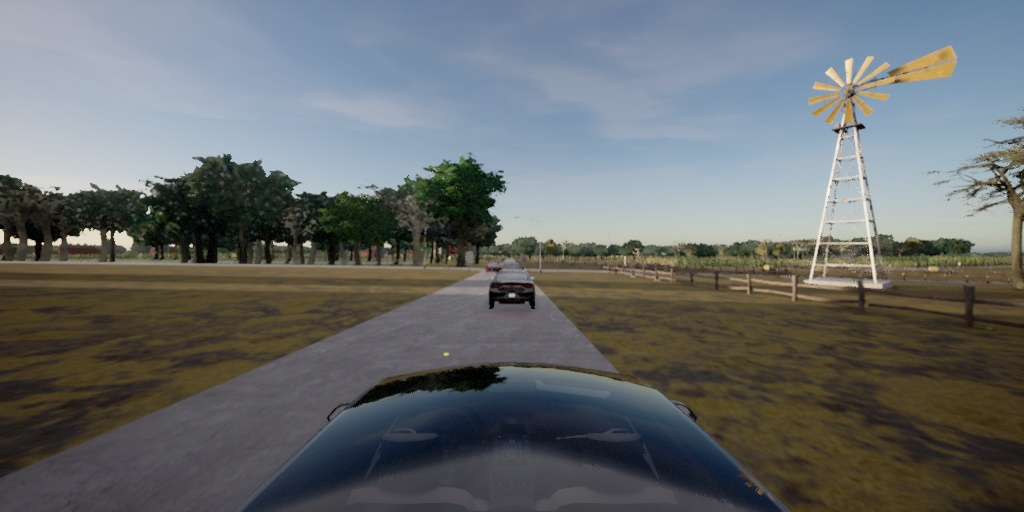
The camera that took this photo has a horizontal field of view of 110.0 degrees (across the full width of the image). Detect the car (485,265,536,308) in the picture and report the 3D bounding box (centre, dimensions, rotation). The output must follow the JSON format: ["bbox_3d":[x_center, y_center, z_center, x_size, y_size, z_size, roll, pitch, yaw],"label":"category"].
[{"bbox_3d":[0.017,1.356,16.074,1.882,1.535,5.008,0,0,0],"label":"car"}]

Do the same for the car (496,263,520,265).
[{"bbox_3d":[-0.002,1.354,30.242,2.097,1.767,4.553,0,-1,0],"label":"car"}]

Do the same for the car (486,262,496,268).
[{"bbox_3d":[-2.816,1.658,52.653,1.882,1.535,5.008,0,-1,0],"label":"car"}]
